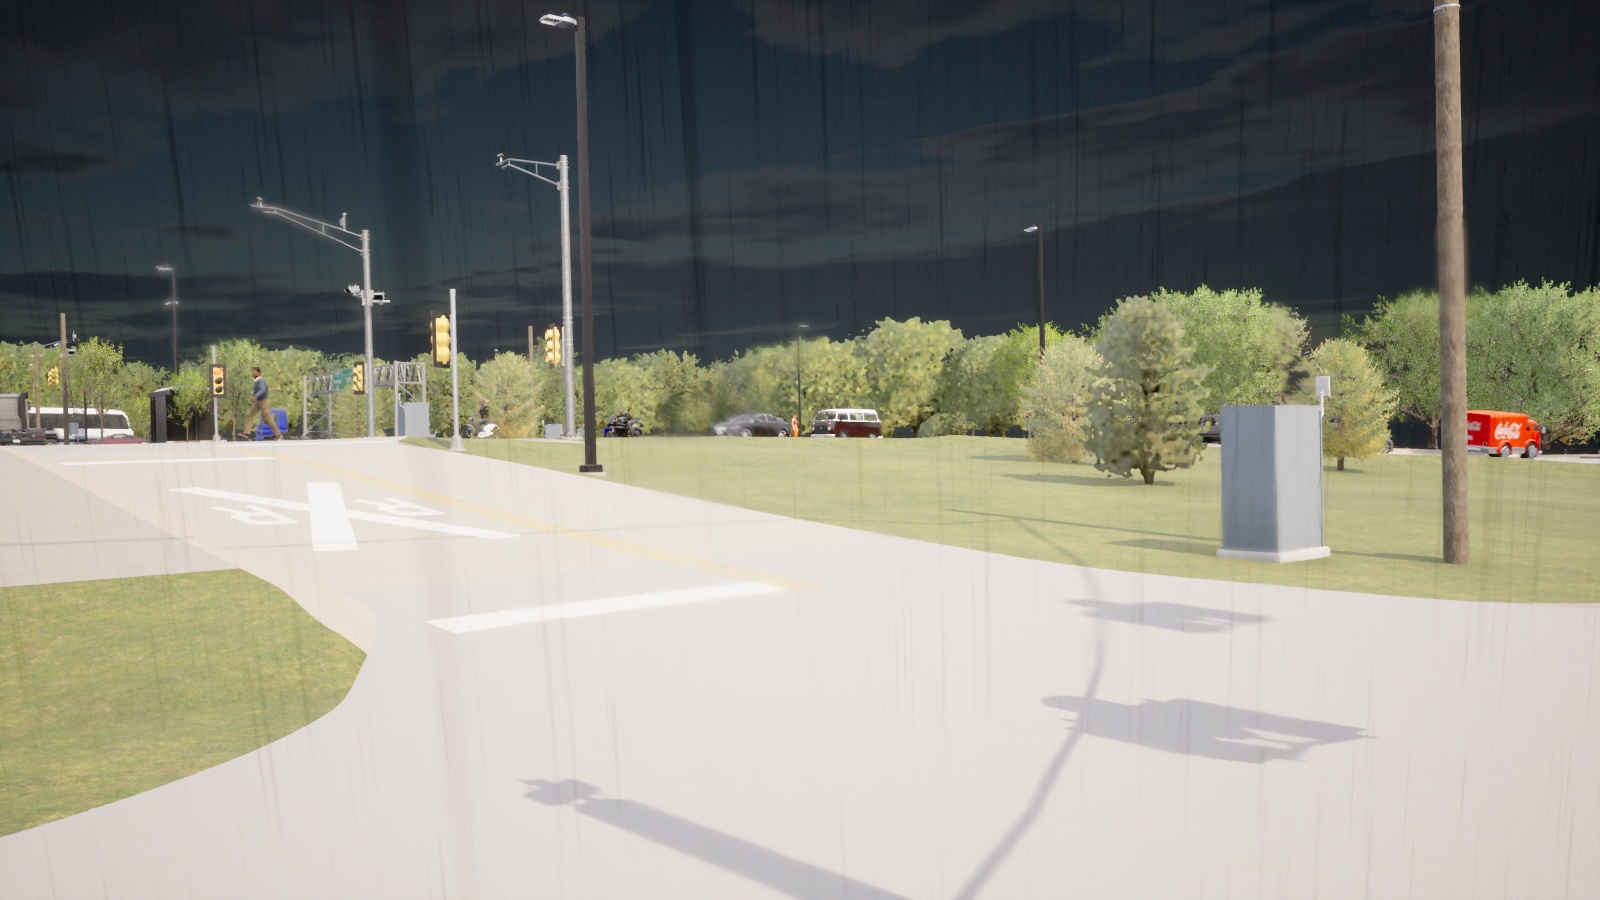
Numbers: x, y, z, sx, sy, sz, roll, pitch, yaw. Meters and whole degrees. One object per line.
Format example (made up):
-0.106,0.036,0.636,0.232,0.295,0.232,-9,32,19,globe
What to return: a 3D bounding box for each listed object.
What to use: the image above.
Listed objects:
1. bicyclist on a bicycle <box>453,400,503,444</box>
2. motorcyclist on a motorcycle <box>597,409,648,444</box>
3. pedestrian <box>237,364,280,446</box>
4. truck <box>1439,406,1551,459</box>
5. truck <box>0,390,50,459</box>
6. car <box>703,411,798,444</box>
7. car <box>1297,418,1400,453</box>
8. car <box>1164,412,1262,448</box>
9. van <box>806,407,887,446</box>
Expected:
-13.213,-1.153,51.524,1.843,1.776,0.659,-1,0,-43,bicyclist on a bicycle
-7.990,-1.046,56.679,0.866,1.530,2.191,-1,-1,44,motorcyclist on a motorcycle
-13.073,-1.087,30.300,0.423,1.949,0.788,-1,1,42,pedestrian
36.637,-0.922,66.190,5.204,2.467,2.627,0,7,-30,truck
-42.446,-1.261,67.001,2.891,3.462,7.936,-2,1,-39,truck
-2.426,-1.098,62.692,2.128,1.511,4.902,-1,-1,36,car
25.829,-0.683,59.096,4.514,1.525,2.007,1,2,-28,car
22.145,-1.099,67.436,1.932,1.855,4.605,-2,3,-44,car
2.611,-1.298,70.299,2.069,2.038,4.480,-1,-1,43,van
